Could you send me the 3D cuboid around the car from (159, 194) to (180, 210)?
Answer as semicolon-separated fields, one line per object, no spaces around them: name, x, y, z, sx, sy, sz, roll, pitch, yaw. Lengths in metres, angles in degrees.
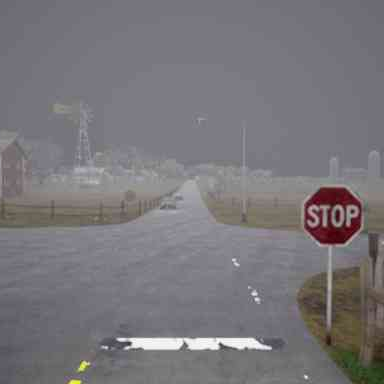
car;-2.781;1.337;40.010;1.837;1.490;4.892;0;1;0

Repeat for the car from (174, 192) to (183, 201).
car;-2.684;0.803;62.087;1.882;1.535;5.008;0;1;1
